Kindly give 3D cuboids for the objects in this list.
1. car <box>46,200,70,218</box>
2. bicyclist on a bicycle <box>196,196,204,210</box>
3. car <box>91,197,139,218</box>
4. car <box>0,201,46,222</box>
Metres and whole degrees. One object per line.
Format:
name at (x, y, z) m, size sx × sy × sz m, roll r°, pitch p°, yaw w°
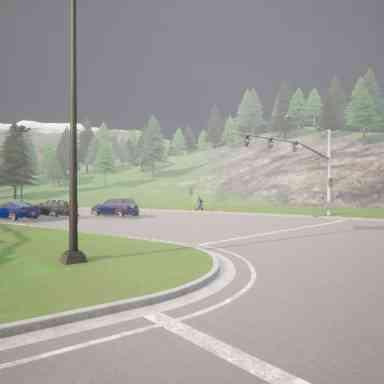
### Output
car at (-12.540, 1.491, 29.550) m, size 4.902 × 1.511 × 2.128 m, roll 0°, pitch 0°, yaw 28°
bicyclist on a bicycle at (0.900, 1.302, 38.405) m, size 0.582 × 1.620 × 1.656 m, roll 0°, pitch 0°, yaw 34°
car at (-7.038, 1.351, 30.330) m, size 4.553 × 1.767 × 2.097 m, roll 0°, pitch 0°, yaw 32°
car at (-14.364, 1.478, 26.584) m, size 5.008 × 1.535 × 1.882 m, roll 0°, pitch -1°, yaw 28°
